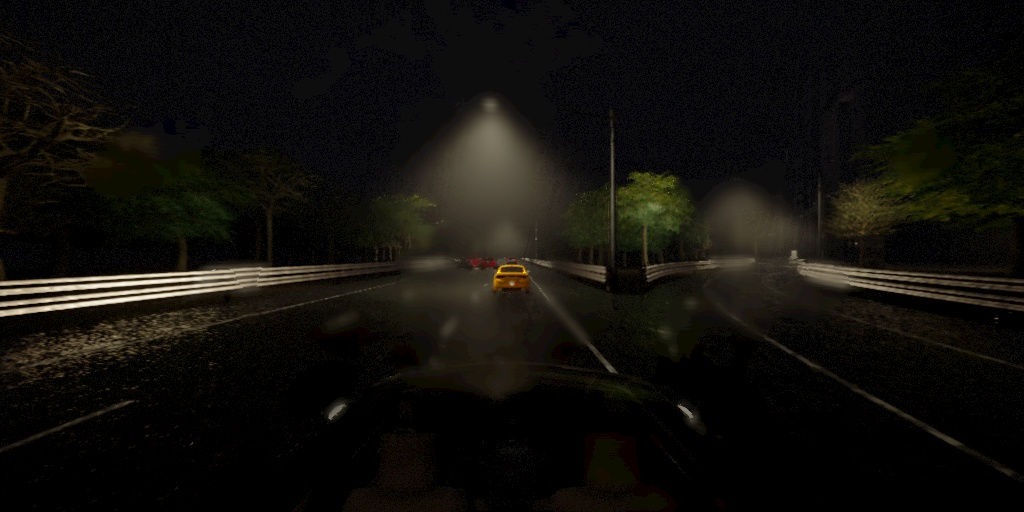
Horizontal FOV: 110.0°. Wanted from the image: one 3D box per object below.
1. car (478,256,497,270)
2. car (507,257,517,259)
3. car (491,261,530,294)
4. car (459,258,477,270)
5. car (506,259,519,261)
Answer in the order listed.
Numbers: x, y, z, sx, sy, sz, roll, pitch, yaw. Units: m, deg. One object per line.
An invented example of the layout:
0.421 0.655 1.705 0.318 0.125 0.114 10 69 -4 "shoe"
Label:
-3.494 1.076 54.839 2.150 2.045 5.566 0 0 0 "car"
0.006 1.348 55.640 2.128 1.511 4.902 0 0 0 "car"
-0.001 1.241 20.446 1.882 1.535 5.008 0 0 0 "car"
-6.994 1.420 55.226 1.994 1.385 4.181 0 0 0 "car"
0.004 1.397 48.402 1.994 1.385 4.181 0 0 0 "car"
